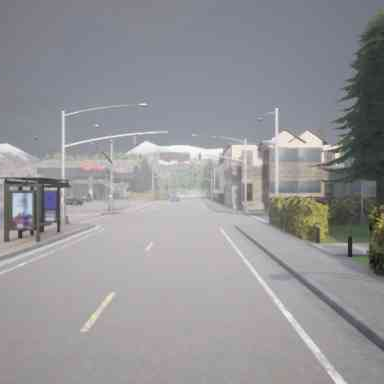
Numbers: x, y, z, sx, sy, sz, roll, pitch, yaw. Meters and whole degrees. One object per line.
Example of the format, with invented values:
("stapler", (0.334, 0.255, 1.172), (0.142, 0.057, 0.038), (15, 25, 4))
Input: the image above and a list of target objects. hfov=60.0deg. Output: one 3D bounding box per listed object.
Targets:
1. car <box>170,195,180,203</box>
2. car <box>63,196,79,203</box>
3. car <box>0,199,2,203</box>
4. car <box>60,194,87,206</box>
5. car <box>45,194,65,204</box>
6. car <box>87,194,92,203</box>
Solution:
("car", (-3.500, 1.497, 70.456), (1.837, 1.490, 4.892), (0, 0, 0))
("car", (-25.952, 1.550, 71.460), (1.970, 1.475, 3.806), (0, 0, 0))
("car", (-38.349, 1.487, 63.659), (2.007, 1.523, 4.514), (0, 0, 0))
("car", (-18.922, 1.487, 52.989), (2.007, 1.523, 4.514), (0, 0, 0))
("car", (-25.891, 1.286, 62.981), (1.932, 1.855, 4.605), (0, 0, 0))
("car", (-22.625, 1.266, 70.858), (1.905, 1.878, 3.866), (0, 0, 0))
